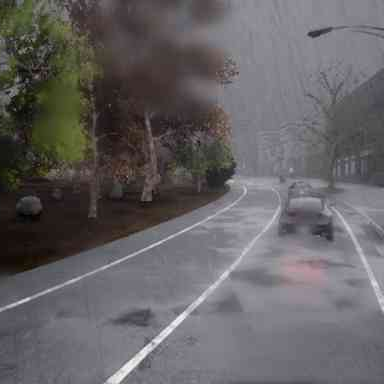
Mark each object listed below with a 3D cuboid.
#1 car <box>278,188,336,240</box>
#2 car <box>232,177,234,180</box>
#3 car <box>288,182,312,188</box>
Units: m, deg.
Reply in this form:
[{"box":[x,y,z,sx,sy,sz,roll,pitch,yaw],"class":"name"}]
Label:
[{"box":[4.555,0.862,13.233,1.837,1.490,4.892,0,4,20],"class":"car"},{"box":[7.884,-3.403,73.631,2.128,1.511,4.902,1,4,-7],"class":"car"},{"box":[9.039,-0.151,27.771,1.994,1.385,4.181,0,4,14],"class":"car"}]
